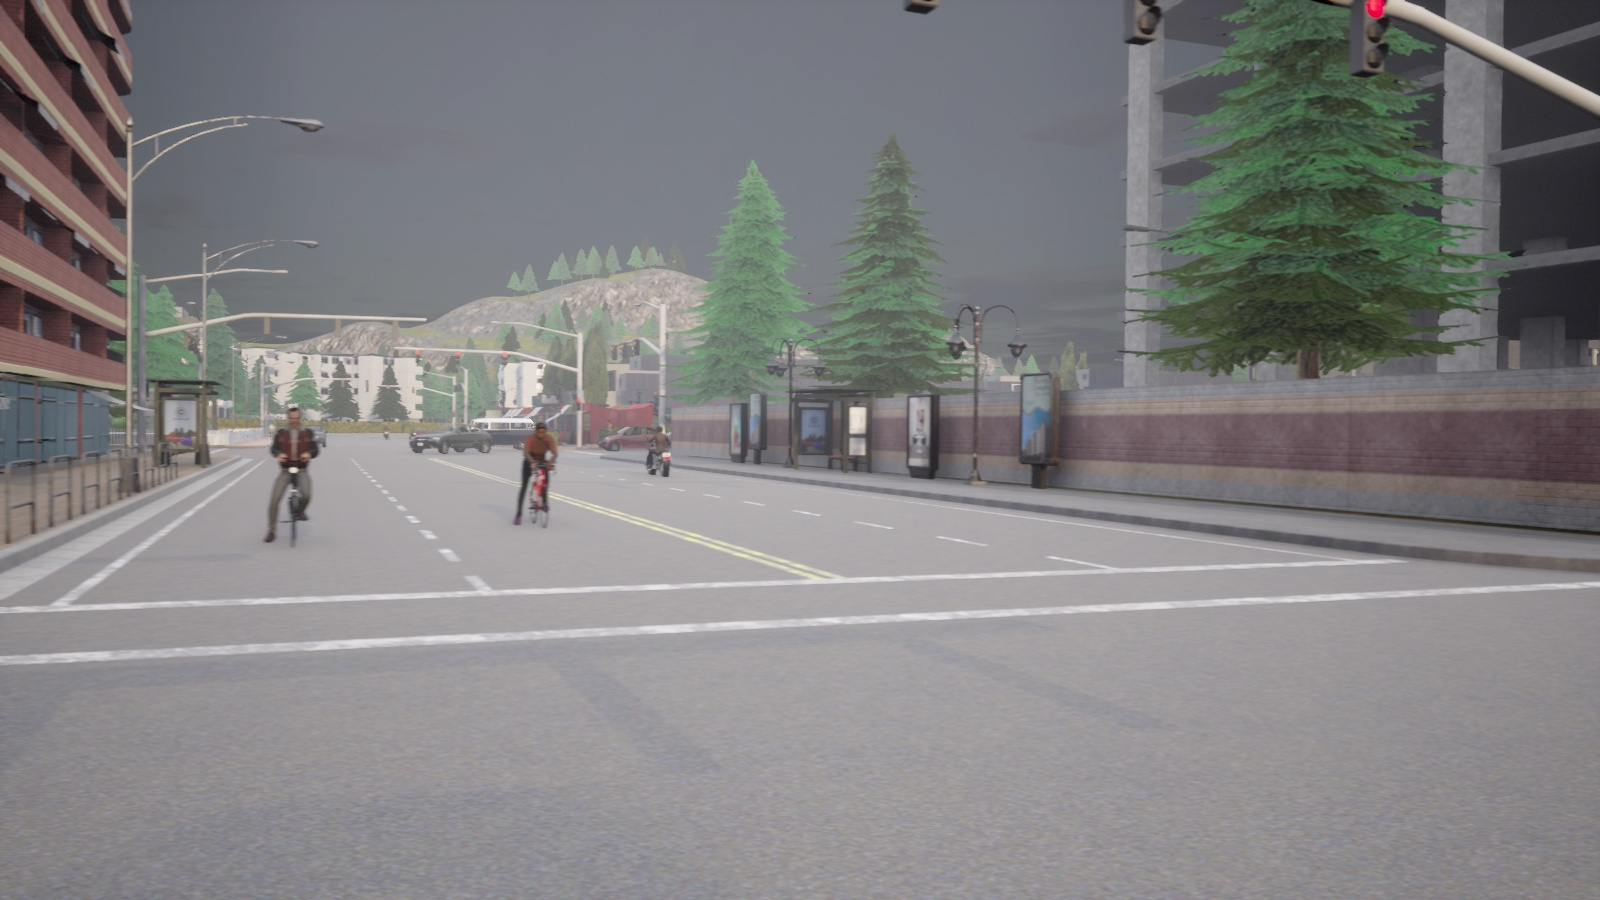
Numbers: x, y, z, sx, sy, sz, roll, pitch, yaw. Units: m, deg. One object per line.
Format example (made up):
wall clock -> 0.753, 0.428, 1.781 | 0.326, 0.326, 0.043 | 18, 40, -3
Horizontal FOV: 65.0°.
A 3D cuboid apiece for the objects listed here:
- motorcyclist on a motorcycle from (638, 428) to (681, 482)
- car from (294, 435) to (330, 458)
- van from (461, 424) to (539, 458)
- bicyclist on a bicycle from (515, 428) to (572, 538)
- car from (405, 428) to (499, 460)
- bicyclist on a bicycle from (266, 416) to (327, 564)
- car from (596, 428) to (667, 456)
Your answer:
motorcyclist on a motorcycle -> -4.534, 0.141, 40.333 | 0.766, 1.649, 2.350 | -1, 1, -21
car -> -32.920, -0.268, 84.727 | 2.128, 1.511, 4.902 | -1, 1, -21
van -> -18.672, -0.567, 78.126 | 4.480, 2.038, 2.069 | -1, 1, -22
bicyclist on a bicycle -> -4.014, 0.476, 19.546 | 0.582, 1.620, 1.656 | -1, 1, -21
car -> -19.095, -0.352, 69.120 | 2.152, 1.651, 5.027 | 0, 1, 26
bicyclist on a bicycle -> -6.424, 0.476, 16.070 | 0.659, 1.776, 1.843 | -1, 1, -21
car -> -10.394, -0.508, 77.601 | 3.988, 1.617, 1.851 | -1, 1, -22
